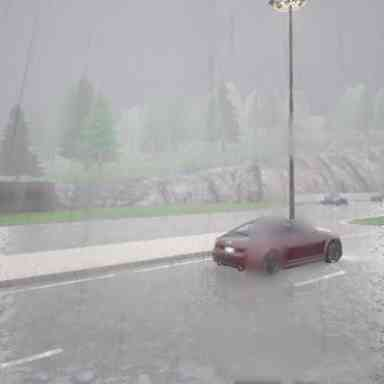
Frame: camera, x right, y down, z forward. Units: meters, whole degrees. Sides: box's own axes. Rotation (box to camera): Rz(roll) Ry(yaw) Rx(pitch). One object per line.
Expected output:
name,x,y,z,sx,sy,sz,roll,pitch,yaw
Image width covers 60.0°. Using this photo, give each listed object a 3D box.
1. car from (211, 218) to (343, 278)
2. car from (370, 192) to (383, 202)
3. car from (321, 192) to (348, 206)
car,2.613,1.470,9.910,4.181,1.385,1.994,-1,0,-35
car,31.296,0.823,53.932,4.892,1.490,1.837,-1,0,-19
car,18.348,0.874,42.800,2.097,1.767,4.553,0,1,42
